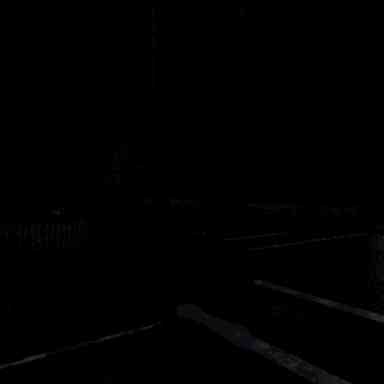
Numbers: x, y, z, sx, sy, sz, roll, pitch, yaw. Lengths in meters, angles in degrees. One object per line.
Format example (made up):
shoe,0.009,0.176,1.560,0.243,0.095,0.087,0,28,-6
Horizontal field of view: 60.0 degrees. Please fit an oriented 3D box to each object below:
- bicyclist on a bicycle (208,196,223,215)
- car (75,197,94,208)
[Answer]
bicyclist on a bicycle,2.065,1.218,29.260,1.656,1.620,0.582,-1,0,-36
car,-15.068,1.463,46.621,1.812,1.442,4.674,0,0,-32
